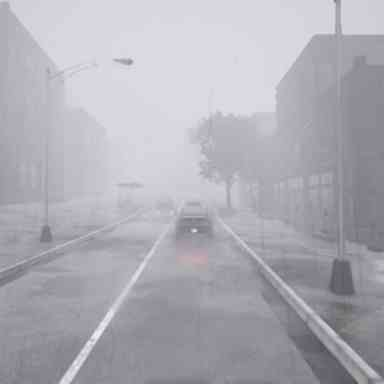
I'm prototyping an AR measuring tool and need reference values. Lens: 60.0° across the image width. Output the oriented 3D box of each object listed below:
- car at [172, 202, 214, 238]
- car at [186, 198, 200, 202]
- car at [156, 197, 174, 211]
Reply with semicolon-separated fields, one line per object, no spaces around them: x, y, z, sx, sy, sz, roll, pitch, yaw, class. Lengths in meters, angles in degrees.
0.113;1.516;17.652;1.837;1.490;4.892;0;0;0;car
0.120;1.456;35.724;1.837;1.490;4.892;0;0;0;car
-3.236;1.386;40.615;1.882;1.535;5.008;0;1;0;car
